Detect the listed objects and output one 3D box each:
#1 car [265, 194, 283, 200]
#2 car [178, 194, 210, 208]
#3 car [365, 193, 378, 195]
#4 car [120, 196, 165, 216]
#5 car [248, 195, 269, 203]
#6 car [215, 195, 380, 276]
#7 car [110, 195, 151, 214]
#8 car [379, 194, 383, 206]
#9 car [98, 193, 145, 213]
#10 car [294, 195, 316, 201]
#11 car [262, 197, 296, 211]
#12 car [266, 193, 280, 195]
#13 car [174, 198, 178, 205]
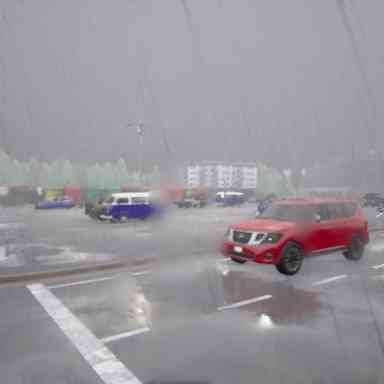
[{"bbox_3d":[22.510,1.337,91.445,2.097,1.767,4.553,0,0,-34],"label":"car"},{"bbox_3d":[0.557,1.176,53.520,4.605,1.855,1.932,0,0,-35],"label":"car"},{"bbox_3d":[26.211,1.121,47.656,3.866,1.878,1.905,0,0,-35],"label":"car"},{"bbox_3d":[-5.271,1.427,35.765,3.806,1.475,1.970,0,0,-35],"label":"car"},{"bbox_3d":[13.185,1.393,66.025,3.806,1.475,1.970,0,0,-35],"label":"car"},{"bbox_3d":[3.535,1.230,10.812,5.566,2.045,2.150,0,0,-35],"label":"car"},{"bbox_3d":[-6.942,1.400,38.128,3.905,1.438,1.784,0,0,-35],"label":"car"},{"bbox_3d":[12.146,1.212,16.947,5.566,2.045,2.150,0,0,-35],"label":"car"},{"bbox_3d":[-8.533,1.193,40.290,4.605,1.855,1.932,0,0,-35],"label":"car"},{"bbox_3d":[28.115,1.446,83.075,1.882,1.535,5.008,0,0,-34],"label":"car"},{"bbox_3d":[10.389,1.394,39.777,3.806,1.475,1.970,0,0,-35],"label":"car"},{"bbox_3d":[14.848,1.149,63.655,3.866,1.878,1.905,0,0,-35],"label":"car"},{"bbox_3d":[-1.063,1.390,55.922,3.905,1.438,1.784,0,0,-35],"label":"car"}]
